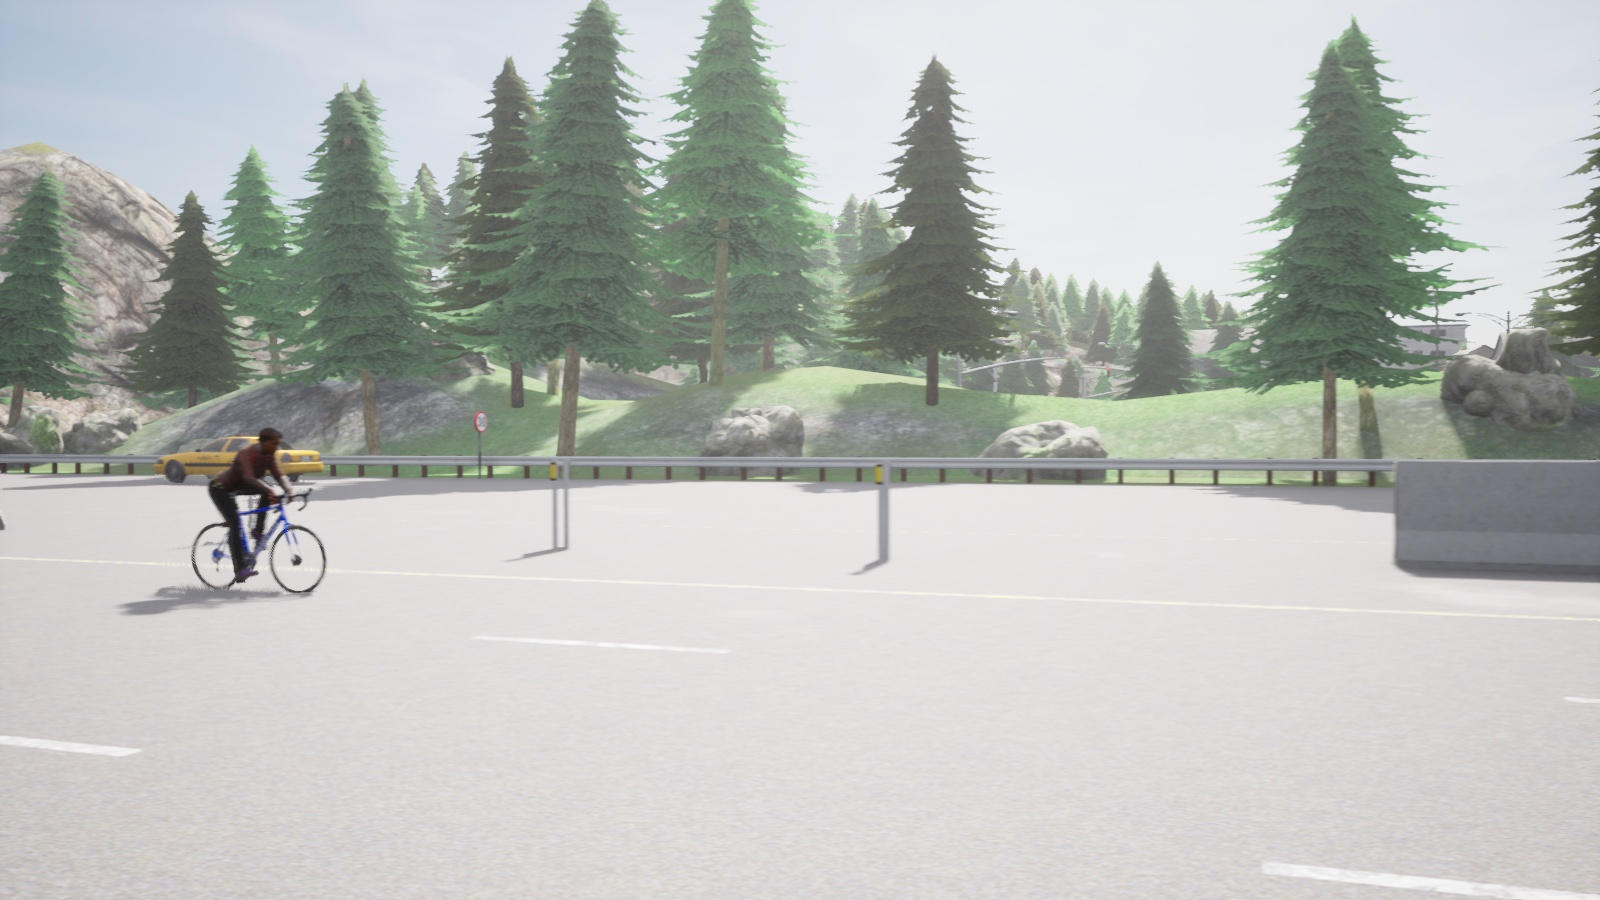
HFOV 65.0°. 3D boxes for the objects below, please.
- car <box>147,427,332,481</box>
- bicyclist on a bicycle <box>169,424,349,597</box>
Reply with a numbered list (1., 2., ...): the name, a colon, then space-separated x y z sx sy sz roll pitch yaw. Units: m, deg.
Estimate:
1. car: -17.181 0.084 38.516 5.366 1.575 1.801 1 1 19
2. bicyclist on a bicycle: -5.326 0.561 12.370 1.656 1.620 0.582 1 1 19
